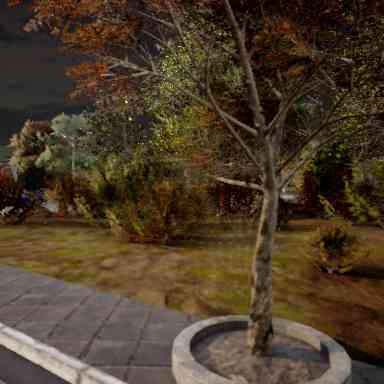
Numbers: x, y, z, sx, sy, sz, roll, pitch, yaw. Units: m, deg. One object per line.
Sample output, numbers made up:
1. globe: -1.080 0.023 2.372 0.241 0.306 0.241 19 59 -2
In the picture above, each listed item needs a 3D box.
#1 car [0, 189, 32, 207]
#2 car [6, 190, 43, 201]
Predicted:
1. car: -23.166 0.717 41.427 2.150 2.045 5.566 1 0 32
2. car: -20.432 0.760 39.216 2.150 2.045 5.566 1 0 32
